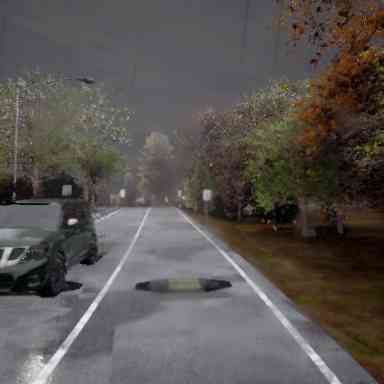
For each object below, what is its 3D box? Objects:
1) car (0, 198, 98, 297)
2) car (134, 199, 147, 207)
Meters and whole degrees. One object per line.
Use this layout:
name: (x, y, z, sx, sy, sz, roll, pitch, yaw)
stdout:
car: (-3.983, 1.197, 8.625, 2.150, 2.045, 5.566, 0, -1, -4)
car: (-8.797, 1.900, 57.182, 1.837, 1.490, 4.892, 0, -3, -6)
